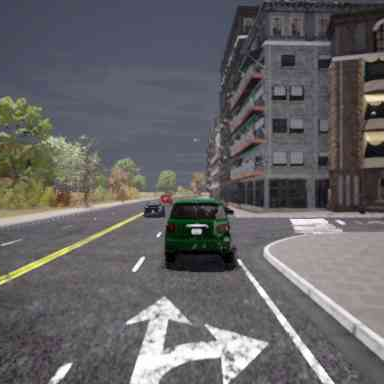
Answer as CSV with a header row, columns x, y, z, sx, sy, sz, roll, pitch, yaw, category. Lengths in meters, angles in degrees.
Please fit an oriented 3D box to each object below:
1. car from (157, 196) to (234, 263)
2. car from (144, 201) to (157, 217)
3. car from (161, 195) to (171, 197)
x,y,z,sx,sy,sz,roll,pitch,yaw,category
0.381,1.268,12.384,2.150,2.045,5.566,0,0,5,car
-3.698,1.627,33.367,2.128,1.511,4.902,0,0,-2,car
-4.702,1.477,60.816,2.150,2.045,5.566,0,0,-2,car
